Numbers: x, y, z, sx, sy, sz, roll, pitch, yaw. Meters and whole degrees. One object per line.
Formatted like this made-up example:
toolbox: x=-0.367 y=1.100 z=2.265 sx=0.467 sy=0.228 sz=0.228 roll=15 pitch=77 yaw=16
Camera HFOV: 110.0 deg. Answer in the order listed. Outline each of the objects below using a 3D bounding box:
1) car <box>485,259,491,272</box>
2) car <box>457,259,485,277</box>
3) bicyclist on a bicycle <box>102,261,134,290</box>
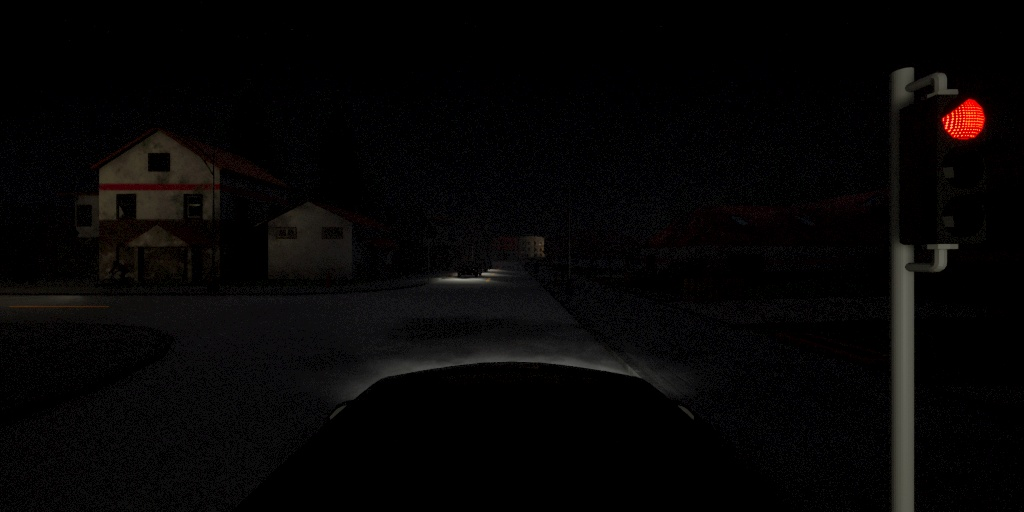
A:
car: x=-4.094 y=1.227 z=44.968 sx=1.882 sy=1.535 sz=5.008 roll=0 pitch=0 yaw=0
car: x=-4.115 y=1.227 z=35.314 sx=1.882 sy=1.535 sz=5.008 roll=0 pitch=0 yaw=2
bicyclist on a bicycle: x=-22.540 y=1.099 z=20.531 sx=0.582 sy=1.620 sz=1.656 roll=0 pitch=0 yaw=0
